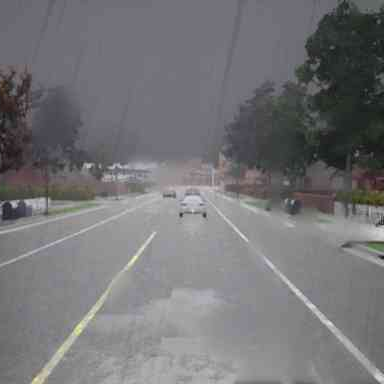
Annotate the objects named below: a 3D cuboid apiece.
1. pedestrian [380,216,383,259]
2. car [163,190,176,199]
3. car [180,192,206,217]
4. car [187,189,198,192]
[{"bbox_3d":[5.622,0.982,9.267,0.375,1.860,0.375,0,2,0],"label":"pedestrian"},{"bbox_3d":[-3.524,0.329,53.036,1.994,1.385,4.181,0,2,0],"label":"car"},{"bbox_3d":[0.079,0.988,24.871,1.812,1.442,4.674,0,1,0],"label":"car"},{"bbox_3d":[0.091,0.349,44.460,2.097,1.767,4.553,0,2,1],"label":"car"}]
